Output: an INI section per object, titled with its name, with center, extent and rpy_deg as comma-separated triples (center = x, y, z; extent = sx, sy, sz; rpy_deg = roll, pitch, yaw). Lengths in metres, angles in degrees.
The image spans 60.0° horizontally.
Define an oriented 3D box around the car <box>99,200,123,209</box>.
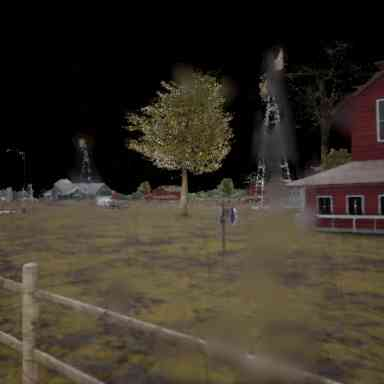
[car]
center = -14.614, 2.221, 60.610
extent = 2.128, 1.511, 4.902
rpy_deg = -2, -2, 36
